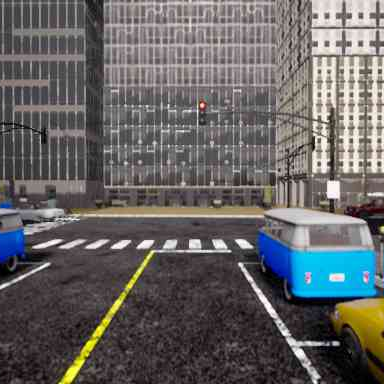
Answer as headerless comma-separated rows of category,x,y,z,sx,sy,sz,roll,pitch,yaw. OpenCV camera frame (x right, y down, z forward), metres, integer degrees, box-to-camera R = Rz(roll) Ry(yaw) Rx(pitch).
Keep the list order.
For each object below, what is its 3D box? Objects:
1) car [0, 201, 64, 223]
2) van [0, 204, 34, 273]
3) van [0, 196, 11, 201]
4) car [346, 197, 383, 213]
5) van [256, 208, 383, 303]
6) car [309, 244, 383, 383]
car,-12.314,1.548,24.979,4.718,1.301,1.895,0,1,3
van,-5.701,1.349,8.028,1.690,1.788,3.998,-1,0,0
van,-17.145,1.234,27.525,3.998,1.788,1.690,0,0,0
car,15.244,1.371,27.325,5.009,1.841,2.192,0,0,0
van,2.679,1.349,7.997,1.690,1.788,3.998,-1,0,0
car,2.681,1.528,2.566,1.752,1.417,4.829,-1,0,0
